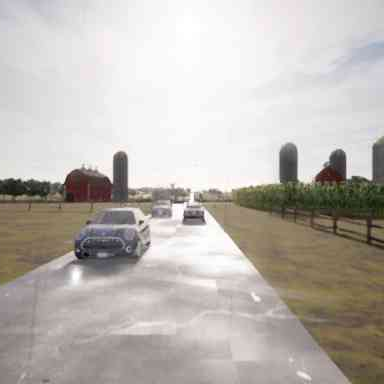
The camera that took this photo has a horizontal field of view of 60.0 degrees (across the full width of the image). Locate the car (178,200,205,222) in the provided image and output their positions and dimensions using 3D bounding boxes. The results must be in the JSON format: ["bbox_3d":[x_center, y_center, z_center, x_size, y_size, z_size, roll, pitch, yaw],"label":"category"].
[{"bbox_3d":[0.141,1.659,27.757,2.033,1.411,5.357,0,0,0],"label":"car"}]

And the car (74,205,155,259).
[{"bbox_3d":[-2.827,1.397,12.732,2.097,1.767,4.553,0,0,0],"label":"car"}]

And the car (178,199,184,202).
[{"bbox_3d":[-2.637,2.116,74.062,1.895,1.301,4.718,0,-1,0],"label":"car"}]

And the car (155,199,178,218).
[{"bbox_3d":[-2.803,1.629,31.983,2.128,1.511,4.902,0,0,0],"label":"car"}]

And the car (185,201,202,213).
[{"bbox_3d":[0.158,1.812,40.600,1.895,1.301,4.718,0,-1,0],"label":"car"}]
